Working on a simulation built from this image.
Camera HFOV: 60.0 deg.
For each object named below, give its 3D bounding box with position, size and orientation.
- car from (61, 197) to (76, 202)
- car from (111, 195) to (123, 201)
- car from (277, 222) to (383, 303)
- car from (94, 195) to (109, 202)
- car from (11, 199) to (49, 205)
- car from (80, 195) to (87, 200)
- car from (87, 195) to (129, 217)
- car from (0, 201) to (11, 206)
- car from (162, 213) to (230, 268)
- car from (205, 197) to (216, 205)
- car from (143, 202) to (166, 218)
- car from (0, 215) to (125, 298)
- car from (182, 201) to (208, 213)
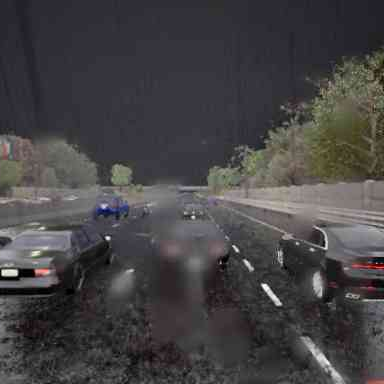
[{"bbox_3d":[-27.999,1.747,75.544,1.895,1.301,4.718,0,0,0],"label":"car"},{"bbox_3d":[-17.499,1.385,77.758,1.994,1.385,4.181,0,0,0],"label":"car"},{"bbox_3d":[3.506,1.504,8.227,1.837,1.490,4.892,0,0,0],"label":"car"},{"bbox_3d":[-20.999,1.453,77.349,2.033,1.411,5.357,0,0,0],"label":"car"},{"bbox_3d":[-17.587,1.583,37.241,2.128,1.511,4.902,0,0,0],"label":"car"},{"bbox_3d":[-24.499,1.438,77.349,1.812,1.442,4.674,0,0,0],"label":"car"},{"bbox_3d":[-6.901,1.291,28.720,2.150,2.045,5.566,0,0,0],"label":"car"},{"bbox_3d":[-21.090,1.689,36.183,1.895,1.301,4.718,0,0,0],"label":"car"},{"bbox_3d":[0.103,1.627,11.294,1.895,1.301,4.718,0,0,0],"label":"car"},{"bbox_3d":[3.499,1.682,62.884,1.812,1.442,4.674,0,0,0],"label":"car"},{"bbox_3d":[-3.401,1.600,30.532,1.812,1.442,4.674,0,0,0],"label":"car"},{"bbox_3d":[-3.402,1.567,8.734,2.033,1.411,5.357,0,0,0],"label":"car"},{"bbox_3d":[0.103,1.669,28.025,1.895,1.301,4.718,0,0,0],"label":"car"}]
